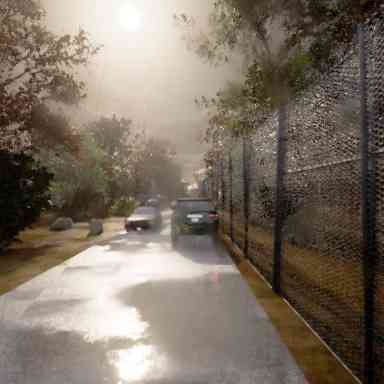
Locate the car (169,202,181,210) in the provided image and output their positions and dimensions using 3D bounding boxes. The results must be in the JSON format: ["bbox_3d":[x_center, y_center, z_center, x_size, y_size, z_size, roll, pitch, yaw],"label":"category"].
[{"bbox_3d":[-3.063,2.491,61.577,2.033,1.411,5.357,0,-2,0],"label":"car"}]

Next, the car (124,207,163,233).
[{"bbox_3d":[-2.885,1.652,20.832,2.033,1.411,5.357,0,-1,0],"label":"car"}]

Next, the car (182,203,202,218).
[{"bbox_3d":[0.006,1.857,34.487,1.994,1.385,4.181,0,-1,0],"label":"car"}]

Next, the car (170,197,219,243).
[{"bbox_3d":[0.130,1.284,16.668,2.150,2.045,5.566,0,0,0],"label":"car"}]
